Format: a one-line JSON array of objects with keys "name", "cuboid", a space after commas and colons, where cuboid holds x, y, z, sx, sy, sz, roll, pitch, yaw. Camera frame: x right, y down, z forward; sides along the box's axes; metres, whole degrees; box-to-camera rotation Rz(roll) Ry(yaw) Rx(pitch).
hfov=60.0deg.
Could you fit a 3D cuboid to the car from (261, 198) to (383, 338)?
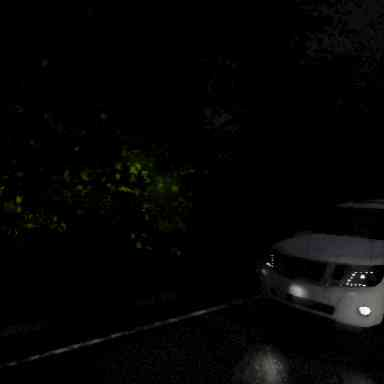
[{"name": "car", "cuboid": [3.895, 1.171, 6.776, 5.566, 2.045, 2.150, -1, 0, -36]}]
